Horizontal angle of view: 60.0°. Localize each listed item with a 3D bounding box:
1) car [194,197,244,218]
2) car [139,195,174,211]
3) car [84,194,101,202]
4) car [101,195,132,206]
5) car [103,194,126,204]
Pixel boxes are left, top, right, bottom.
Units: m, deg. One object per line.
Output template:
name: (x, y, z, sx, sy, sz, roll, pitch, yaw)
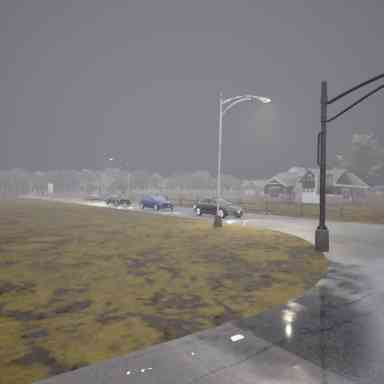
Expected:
car: (2.056, 1.226, 26.470, 1.837, 1.490, 4.892, 2, 0, -35)
car: (-3.739, 1.083, 34.617, 1.882, 1.535, 5.008, 2, 0, -36)
car: (-18.194, 1.007, 61.142, 2.033, 1.411, 5.357, 2, -1, -35)
car: (-9.529, 1.108, 42.770, 1.895, 1.301, 4.718, 2, -1, -35)
car: (-12.396, 1.087, 52.991, 1.994, 1.385, 4.181, 2, -1, -35)
